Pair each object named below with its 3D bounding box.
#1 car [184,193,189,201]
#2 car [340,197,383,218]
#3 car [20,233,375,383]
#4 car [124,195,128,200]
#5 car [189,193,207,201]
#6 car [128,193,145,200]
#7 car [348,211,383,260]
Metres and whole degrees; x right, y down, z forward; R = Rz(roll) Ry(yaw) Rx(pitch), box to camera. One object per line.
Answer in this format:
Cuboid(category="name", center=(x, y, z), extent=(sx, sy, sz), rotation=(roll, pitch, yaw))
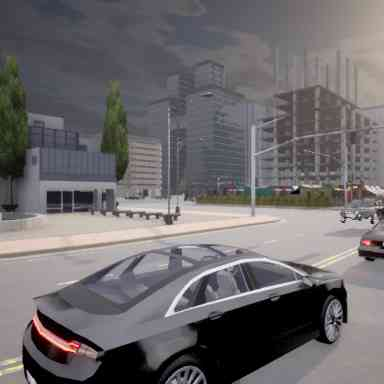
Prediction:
Cuboid(category="car", center=(-0.190, 1.156, 76.511), extent=(1.905, 1.878, 3.866), rotation=(0, 0, 43))
Cuboid(category="car", center=(10.467, 1.115, 20.080), extent=(1.837, 1.490, 4.892), rotation=(0, 0, 42))
Cuboid(category="car", center=(0.382, 1.492, 4.602), extent=(4.902, 1.511, 2.128), rotation=(0, 0, -41))
Cuboid(category="car", center=(-16.501, 1.153, 92.036), extent=(1.932, 1.855, 4.605), rotation=(0, 0, 43))
Cuboid(category="car", center=(1.901, 1.395, 74.508), extent=(1.970, 1.475, 3.806), rotation=(0, 0, 43))
Cuboid(category="car", center=(-14.440, 1.156, 90.002), extent=(1.905, 1.878, 3.866), rotation=(0, 0, 43))
Cuboid(category="car", center=(7.305, 1.547, 11.311), extent=(2.033, 1.411, 5.357), rotation=(0, 0, 43))
